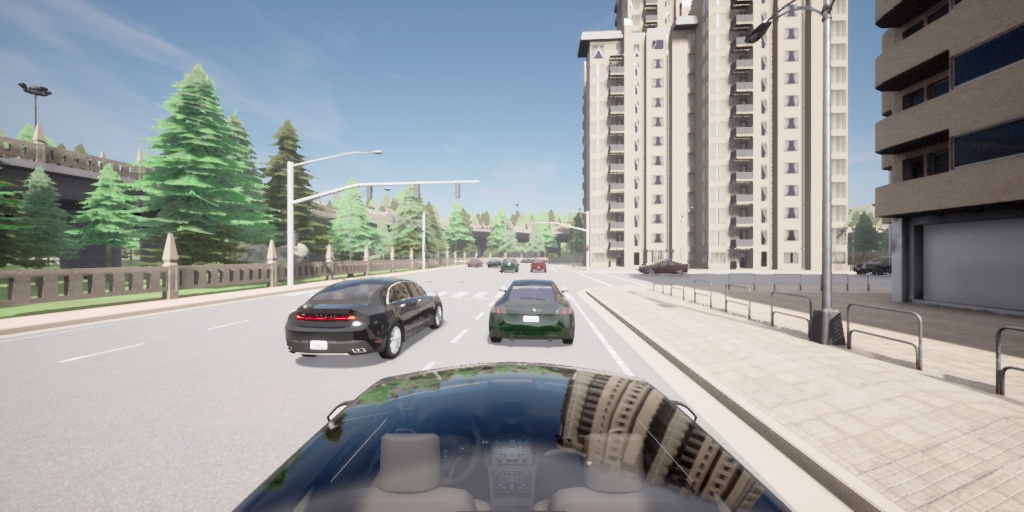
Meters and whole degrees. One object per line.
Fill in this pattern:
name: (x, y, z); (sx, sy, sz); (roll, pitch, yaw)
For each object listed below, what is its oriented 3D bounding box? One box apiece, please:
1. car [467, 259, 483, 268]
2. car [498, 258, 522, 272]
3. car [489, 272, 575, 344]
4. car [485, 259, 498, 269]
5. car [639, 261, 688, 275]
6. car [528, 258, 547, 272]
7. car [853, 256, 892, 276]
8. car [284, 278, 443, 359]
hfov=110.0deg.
car: (-6.185, 1.215, 60.336); (1.882, 1.535, 5.008); (0, 0, 5)
car: (-0.194, 1.093, 44.755); (2.097, 1.767, 4.553); (0, 0, 4)
car: (0.573, 1.312, 9.650); (1.994, 1.385, 4.181); (0, 0, 5)
car: (-2.883, 1.339, 57.855); (1.895, 1.301, 4.718); (0, 0, 5)
car: (16.230, 1.275, 38.556); (5.008, 1.535, 1.882); (0, 0, 4)
car: (3.442, 1.220, 46.333); (1.882, 1.535, 5.008); (0, 0, 4)
car: (38.766, 1.023, 37.039); (5.566, 2.045, 2.150); (0, 0, 4)
car: (-3.042, 1.253, 8.455); (1.837, 1.490, 4.892); (0, 0, 5)
